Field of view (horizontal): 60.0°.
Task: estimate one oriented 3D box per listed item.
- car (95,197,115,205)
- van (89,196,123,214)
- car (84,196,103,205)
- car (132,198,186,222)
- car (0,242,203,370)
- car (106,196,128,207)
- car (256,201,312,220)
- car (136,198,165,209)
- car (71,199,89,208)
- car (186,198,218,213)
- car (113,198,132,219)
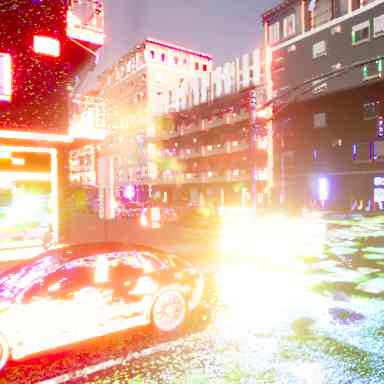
[{"bbox_3d":[-15.300,1.574,58.089,1.947,1.339,4.313,-1,1,-36],"label":"car"},{"bbox_3d":[-9.156,1.440,35.230,1.690,1.788,3.998,-1,1,-36],"label":"van"},{"bbox_3d":[-18.537,1.575,62.579,2.008,1.369,4.403,-1,1,-36],"label":"car"},{"bbox_3d":[-2.682,1.511,26.253,1.967,1.590,4.097,-1,1,-36],"label":"car"},{"bbox_3d":[-1.857,1.546,5.255,4.403,1.369,2.008,0,-1,-36],"label":"car"},{"bbox_3d":[-12.066,1.433,53.598,1.967,1.590,4.097,-1,1,-36],"label":"car"},{"bbox_3d":[7.254,1.433,26.801,1.752,1.417,4.829,-1,1,-36],"label":"car"},{"bbox_3d":[-5.592,1.514,44.621,2.008,1.369,4.403,-1,1,-36],"label":"car"},{"bbox_3d":[-17.429,1.411,51.306,1.895,1.301,4.718,-1,1,-36],"label":"car"},{"bbox_3d":[0.879,1.375,35.641,1.967,1.590,4.097,-1,1,-36],"label":"car"},{"bbox_3d":[-5.817,1.610,30.605,1.752,1.417,4.829,-1,1,-36],"label":"car"}]
